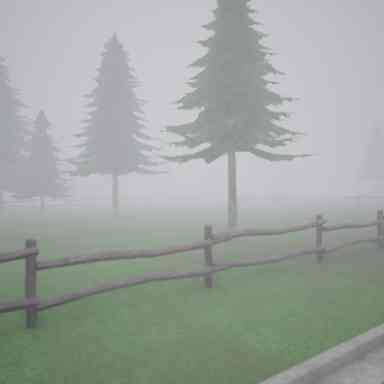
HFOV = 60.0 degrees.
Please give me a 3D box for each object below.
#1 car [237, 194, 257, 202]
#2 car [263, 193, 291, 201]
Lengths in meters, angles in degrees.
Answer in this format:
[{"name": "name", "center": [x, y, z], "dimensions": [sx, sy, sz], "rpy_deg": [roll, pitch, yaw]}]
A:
[{"name": "car", "center": [9.044, 1.045, 58.050], "dimensions": [4.674, 1.442, 1.812], "rpy_deg": [0, 0, 22]}, {"name": "car", "center": [14.916, 0.963, 58.729], "dimensions": [4.892, 1.490, 1.837], "rpy_deg": [0, 0, 31]}]
